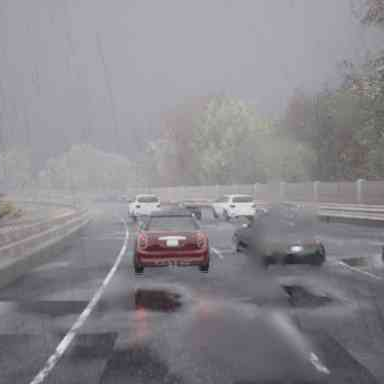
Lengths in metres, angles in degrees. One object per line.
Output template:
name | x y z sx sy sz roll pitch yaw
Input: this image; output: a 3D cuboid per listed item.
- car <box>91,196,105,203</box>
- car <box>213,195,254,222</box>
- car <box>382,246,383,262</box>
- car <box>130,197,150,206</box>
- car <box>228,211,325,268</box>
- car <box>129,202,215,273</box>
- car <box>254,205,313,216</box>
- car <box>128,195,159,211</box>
car | -21.378 1.692 75.404 2.128 1.511 4.902 0 0 -35
car | 3.274 1.241 27.007 2.150 2.045 5.566 0 0 -12
car | 6.583 1.473 7.758 2.128 1.511 4.902 0 -1 -4
car | -8.909 1.603 56.597 1.837 1.490 4.892 0 0 -30
car | 2.740 1.567 11.317 1.994 1.385 4.181 0 0 -6
car | -0.732 1.369 10.933 2.097 1.767 4.553 0 0 -6
car | 6.179 1.551 22.309 2.033 1.411 5.357 0 0 -8
car | -4.020 1.269 27.871 2.150 2.045 5.566 0 0 -16
